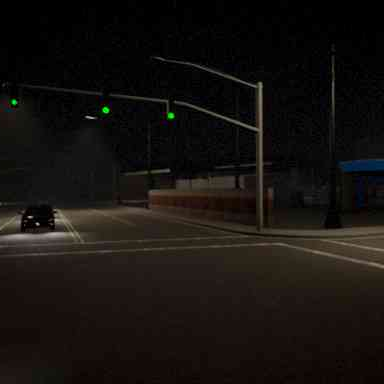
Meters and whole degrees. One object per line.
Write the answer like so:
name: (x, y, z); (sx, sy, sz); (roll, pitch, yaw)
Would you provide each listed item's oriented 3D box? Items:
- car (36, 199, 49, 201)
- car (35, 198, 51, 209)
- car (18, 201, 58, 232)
car: (-13.768, 1.664, 30.365); (1.994, 1.385, 4.181); (0, 0, -23)
car: (-21.898, 1.632, 49.023); (2.128, 1.511, 4.902); (0, 0, -23)
car: (-9.777, 1.585, 21.225); (1.837, 1.490, 4.892); (0, 0, -24)
